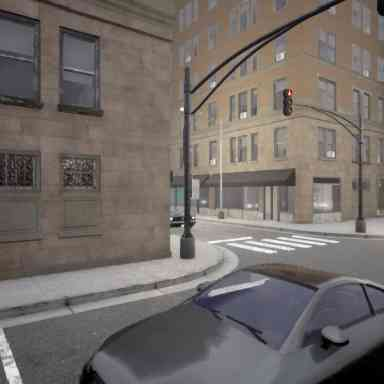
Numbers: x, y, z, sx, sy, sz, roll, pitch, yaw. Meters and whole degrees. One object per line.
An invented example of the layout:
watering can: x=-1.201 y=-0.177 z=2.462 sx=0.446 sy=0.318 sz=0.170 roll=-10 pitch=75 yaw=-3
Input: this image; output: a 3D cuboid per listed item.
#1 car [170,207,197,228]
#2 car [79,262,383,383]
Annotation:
car: x=-1.760 y=1.502 z=19.830 sx=1.895 sy=1.301 sz=4.718 roll=0 pitch=0 yaw=-36
car: x=0.983 y=1.564 z=3.652 sx=4.181 sy=1.385 sz=1.994 roll=0 pitch=0 yaw=-36
